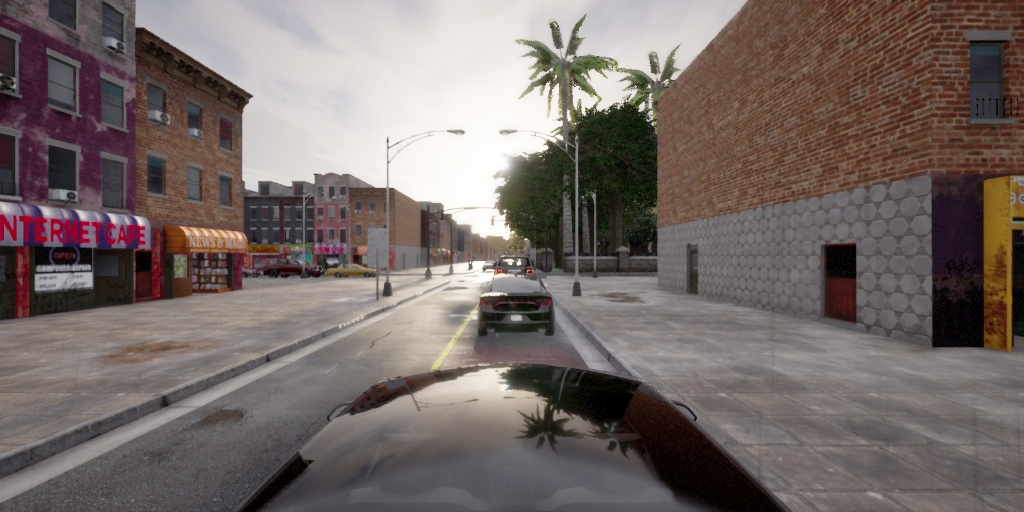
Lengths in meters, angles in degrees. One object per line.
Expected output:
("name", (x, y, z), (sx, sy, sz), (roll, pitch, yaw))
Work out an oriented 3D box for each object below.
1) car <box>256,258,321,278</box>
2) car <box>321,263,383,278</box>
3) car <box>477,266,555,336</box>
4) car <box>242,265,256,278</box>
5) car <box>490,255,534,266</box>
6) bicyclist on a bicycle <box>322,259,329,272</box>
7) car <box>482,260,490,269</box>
("car", (-20.064, 1.123, 32.987), (5.009, 1.841, 2.192), (0, 0, 0))
("car", (-14.443, 1.320, 32.994), (4.829, 1.417, 1.751), (0, 0, 0))
("car", (0.098, 1.229, 10.449), (1.882, 1.535, 5.008), (0, 0, 0))
("car", (-25.516, 1.405, 32.980), (4.207, 1.307, 1.802), (0, 0, 0))
("car", (0.100, 0.977, 20.418), (2.150, 2.045, 5.566), (0, 0, -1))
("bicyclist on a bicycle", (-20.147, 1.119, 38.633), (0.582, 1.620, 1.656), (0, 0, 0))
("car", (-2.862, 1.309, 47.862), (1.812, 1.442, 4.674), (0, 0, 0))
